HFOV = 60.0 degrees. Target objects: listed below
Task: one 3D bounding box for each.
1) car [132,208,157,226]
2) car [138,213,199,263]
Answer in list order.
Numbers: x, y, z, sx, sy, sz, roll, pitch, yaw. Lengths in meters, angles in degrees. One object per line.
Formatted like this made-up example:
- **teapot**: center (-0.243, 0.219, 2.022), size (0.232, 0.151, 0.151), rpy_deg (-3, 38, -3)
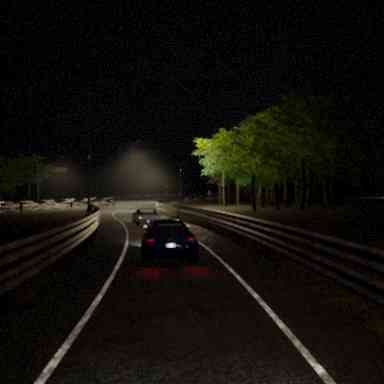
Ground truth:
- **car**: center (-3.851, 1.982, 27.330), size (1.895, 1.301, 4.718), rpy_deg (0, -1, -15)
- **car**: center (-0.952, 1.745, 12.895), size (1.994, 1.385, 4.181), rpy_deg (0, -1, -8)
